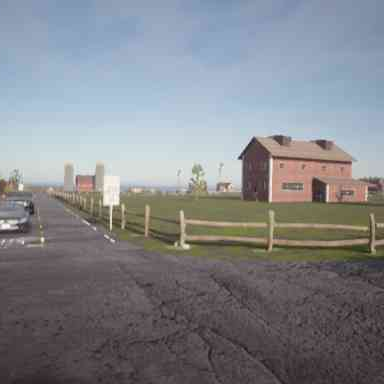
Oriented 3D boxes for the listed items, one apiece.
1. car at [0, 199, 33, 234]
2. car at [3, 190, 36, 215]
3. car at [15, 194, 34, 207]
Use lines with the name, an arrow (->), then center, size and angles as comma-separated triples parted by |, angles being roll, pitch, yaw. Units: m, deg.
car -> -9.430, 1.279, 17.251 | 1.812, 1.442, 4.674 | 1, 0, -25
car -> -14.548, 0.846, 28.113 | 2.150, 2.045, 5.566 | 1, 0, -26
car -> -20.751, 1.027, 41.358 | 1.994, 1.385, 4.181 | 1, 0, -24
